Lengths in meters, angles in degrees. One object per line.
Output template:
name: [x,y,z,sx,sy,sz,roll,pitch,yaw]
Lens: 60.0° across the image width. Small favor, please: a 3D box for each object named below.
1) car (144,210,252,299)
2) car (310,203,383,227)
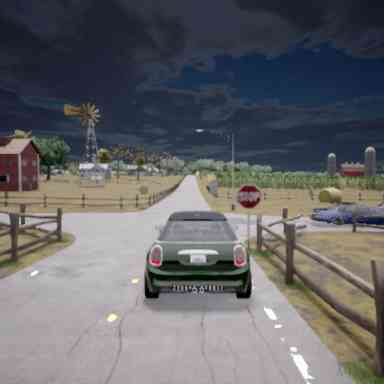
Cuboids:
car: [0.119,1.227,8.297,2.097,1.767,4.553,0,1,0]
car: [10.422,1.453,21.147,5.357,1.411,2.033,1,2,5]
